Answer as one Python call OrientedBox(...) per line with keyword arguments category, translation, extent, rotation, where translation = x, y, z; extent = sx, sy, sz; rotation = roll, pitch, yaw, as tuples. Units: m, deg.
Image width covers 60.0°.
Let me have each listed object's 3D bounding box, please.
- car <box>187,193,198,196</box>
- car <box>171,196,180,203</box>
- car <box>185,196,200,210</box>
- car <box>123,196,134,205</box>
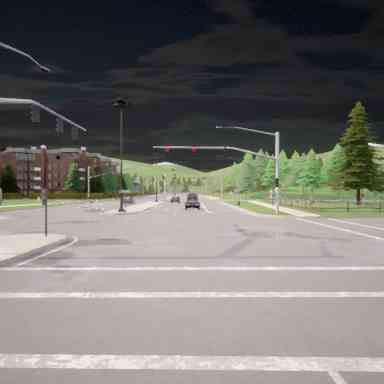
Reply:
OrientedBox(category="car", translation=(0.088, 1.221, 68.949), extent=(2.150, 2.045, 5.566), rotation=(0, 0, 0))
OrientedBox(category="car", translation=(-3.412, 1.491, 68.922), extent=(2.128, 1.511, 4.902), rotation=(0, 0, 0))
OrientedBox(category="car", translation=(0.055, 1.601, 43.513), extent=(1.895, 1.301, 4.718), rotation=(0, 0, 0))
OrientedBox(category="car", translation=(-11.467, 1.525, 59.110), extent=(1.812, 1.442, 4.674), rotation=(0, 0, 1))
